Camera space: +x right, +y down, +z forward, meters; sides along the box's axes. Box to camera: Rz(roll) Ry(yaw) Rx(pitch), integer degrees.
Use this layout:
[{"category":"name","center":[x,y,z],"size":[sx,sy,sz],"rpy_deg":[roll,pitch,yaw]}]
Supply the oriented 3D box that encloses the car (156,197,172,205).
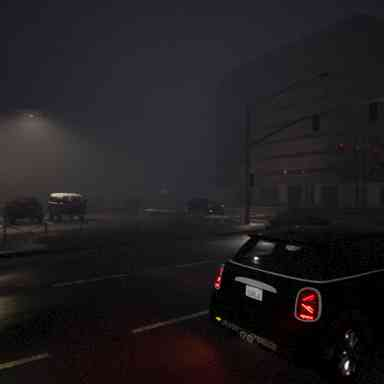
[{"category":"car","center":[-5.472,1.581,61.948],"size":[1.812,1.442,4.674],"rpy_deg":[0,0,-35]}]

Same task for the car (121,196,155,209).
[{"category":"car","center":[-7.648,1.547,46.559],"size":[2.128,1.511,4.902],"rpy_deg":[0,0,-35]}]

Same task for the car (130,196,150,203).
[{"category":"car","center":[-10.986,1.601,69.677],"size":[2.033,1.411,5.357],"rpy_deg":[0,0,-35]}]

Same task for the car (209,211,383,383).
[{"category":"car","center":[2.554,1.352,5.625],"size":[4.553,1.767,2.097],"rpy_deg":[0,0,-35]}]

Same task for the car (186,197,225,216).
[{"category":"car","center":[1.291,1.407,33.967],"size":[2.097,1.767,4.553],"rpy_deg":[0,0,-35]}]

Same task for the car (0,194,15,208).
[{"category":"car","center":[-31.779,1.209,56.421],"size":[1.932,1.855,4.605],"rpy_deg":[0,0,-35]}]

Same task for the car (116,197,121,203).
[{"category":"car","center":[-14.023,1.619,67.943],"size":[1.994,1.385,4.181],"rpy_deg":[0,0,-35]}]

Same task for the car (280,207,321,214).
[{"category":"car","center":[5.605,1.527,17.070],"size":[1.812,1.442,4.674],"rpy_deg":[1,1,43]}]
